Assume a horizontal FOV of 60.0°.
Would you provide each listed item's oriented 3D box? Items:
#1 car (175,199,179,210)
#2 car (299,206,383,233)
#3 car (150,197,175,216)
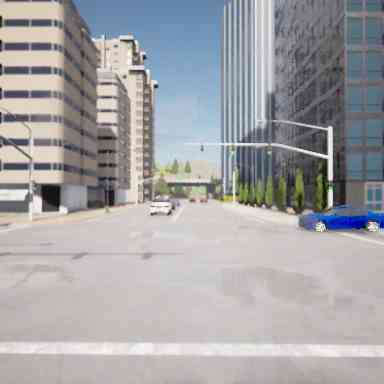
[{"bbox_3d":[-3.520,2.020,51.095,1.882,1.535,5.008,0,0,0],"label":"car"},{"bbox_3d":[9.100,1.641,20.327,5.008,1.535,1.882,0,-1,0],"label":"car"},{"bbox_3d":[-3.544,1.634,38.851,2.150,2.045,5.566,0,-1,0],"label":"car"}]
